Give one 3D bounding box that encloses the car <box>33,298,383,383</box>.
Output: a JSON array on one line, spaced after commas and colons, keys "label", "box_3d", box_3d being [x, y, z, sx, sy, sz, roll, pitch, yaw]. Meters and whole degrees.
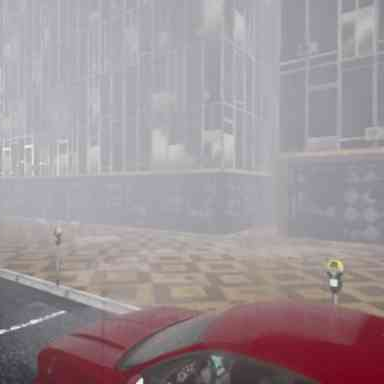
[{"label": "car", "box_3d": [0.610, 1.539, 2.442, 4.507, 1.381, 1.887, 1, 0, 35]}]
